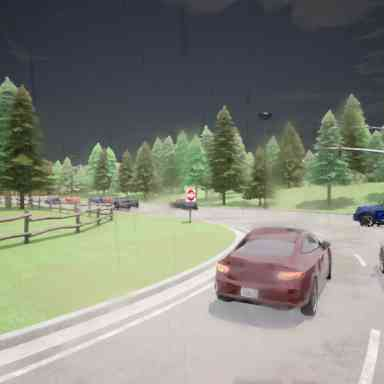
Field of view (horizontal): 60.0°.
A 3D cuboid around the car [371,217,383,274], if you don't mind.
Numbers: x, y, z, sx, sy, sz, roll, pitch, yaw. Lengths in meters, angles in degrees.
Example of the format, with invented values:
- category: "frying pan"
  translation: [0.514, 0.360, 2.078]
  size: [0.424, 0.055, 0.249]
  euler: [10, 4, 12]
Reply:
- category: "car"
  translation: [5.357, 1.548, 7.289]
  size: [2.033, 1.411, 5.357]
  euler: [0, 0, 24]

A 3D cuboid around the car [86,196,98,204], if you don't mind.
- category: "car"
  translation: [-18.202, 1.528, 62.623]
  size: [1.812, 1.442, 4.674]
  euler: [0, 0, -40]

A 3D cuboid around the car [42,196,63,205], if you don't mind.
- category: "car"
  translation: [-25.842, 1.528, 60.839]
  size: [1.812, 1.442, 4.674]
  euler: [0, 0, -40]

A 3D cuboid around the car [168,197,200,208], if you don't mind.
- category: "car"
  translation: [-1.241, 1.479, 47.931]
  size: [1.882, 1.535, 5.008]
  euler: [0, 0, -40]

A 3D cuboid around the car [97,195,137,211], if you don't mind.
- category: "car"
  translation: [-9.352, 1.493, 41.262]
  size: [2.128, 1.511, 4.902]
  euler: [0, 0, -40]

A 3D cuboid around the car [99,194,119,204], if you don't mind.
- category: "car"
  translation: [-16.453, 1.354, 65.989]
  size: [2.097, 1.767, 4.553]
  euler: [0, 0, -40]

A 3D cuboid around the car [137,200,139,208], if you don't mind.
- category: "car"
  translation: [-9.206, 1.492, 46.521]
  size: [2.128, 1.511, 4.902]
  euler: [0, 0, -40]

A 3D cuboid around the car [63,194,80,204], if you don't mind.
- category: "car"
  translation: [-22.903, 1.354, 62.779]
  size: [2.097, 1.767, 4.553]
  euler: [0, 0, -40]

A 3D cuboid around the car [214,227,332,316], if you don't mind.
- category: "car"
  translation: [2.050, 1.526, 7.604]
  size: [1.812, 1.442, 4.674]
  euler: [0, 0, 28]

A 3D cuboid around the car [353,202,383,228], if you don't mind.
- category: "car"
  translation: [12.917, 1.222, 20.263]
  size: [2.150, 2.045, 5.566]
  euler: [0, 0, -40]

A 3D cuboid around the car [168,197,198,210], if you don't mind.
- category: "car"
  translation: [-1.188, 1.566, 42.437]
  size: [1.994, 1.385, 4.181]
  euler: [0, 0, -40]
